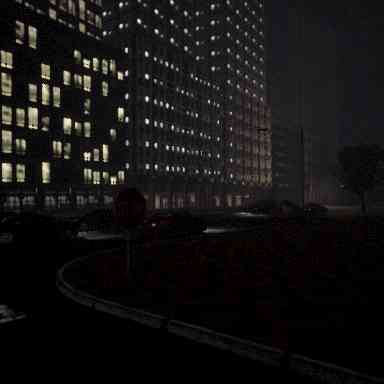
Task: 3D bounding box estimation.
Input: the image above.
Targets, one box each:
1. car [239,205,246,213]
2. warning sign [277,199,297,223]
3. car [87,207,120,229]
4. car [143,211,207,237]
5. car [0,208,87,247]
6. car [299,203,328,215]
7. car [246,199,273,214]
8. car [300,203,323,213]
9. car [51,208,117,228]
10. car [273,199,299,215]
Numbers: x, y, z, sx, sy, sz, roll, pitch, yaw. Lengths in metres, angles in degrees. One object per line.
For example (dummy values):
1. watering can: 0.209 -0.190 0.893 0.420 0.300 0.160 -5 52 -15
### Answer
1. car: 9.116 2.374 50.208 2.033 1.411 5.357 -1 -1 37
2. warning sign: 7.652 1.493 26.762 1.300 1.860 1.060 0 0 36
3. car: -6.718 1.812 23.093 1.812 1.442 4.674 -1 -1 36
4. car: -0.907 1.794 19.669 1.994 1.385 4.181 -1 -1 36
5. car: -7.787 1.642 15.803 1.837 1.490 4.892 -1 -2 36
6. car: 16.027 2.247 43.015 2.033 1.411 5.357 -1 -1 37
7. car: 10.057 1.971 46.033 2.150 2.045 5.566 -1 -2 37
8. car: 19.018 2.435 52.712 2.033 1.411 5.357 -1 -1 36
9. car: -8.429 1.946 26.285 1.895 1.301 4.718 -1 -1 36
10. car: 13.083 2.075 44.496 2.097 1.767 4.553 -1 -1 37
